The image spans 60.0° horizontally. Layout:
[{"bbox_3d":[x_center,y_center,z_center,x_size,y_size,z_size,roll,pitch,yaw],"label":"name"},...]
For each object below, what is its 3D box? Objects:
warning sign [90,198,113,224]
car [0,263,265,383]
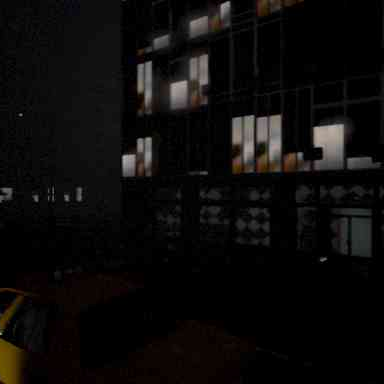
[{"bbox_3d":[-7.026,1.428,25.787,1.300,1.860,1.060,1,1,33],"label":"warning sign"},{"bbox_3d":[-1.615,1.521,3.872,4.829,1.417,1.752,0,0,36],"label":"car"}]
